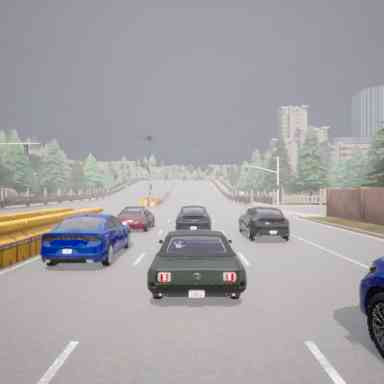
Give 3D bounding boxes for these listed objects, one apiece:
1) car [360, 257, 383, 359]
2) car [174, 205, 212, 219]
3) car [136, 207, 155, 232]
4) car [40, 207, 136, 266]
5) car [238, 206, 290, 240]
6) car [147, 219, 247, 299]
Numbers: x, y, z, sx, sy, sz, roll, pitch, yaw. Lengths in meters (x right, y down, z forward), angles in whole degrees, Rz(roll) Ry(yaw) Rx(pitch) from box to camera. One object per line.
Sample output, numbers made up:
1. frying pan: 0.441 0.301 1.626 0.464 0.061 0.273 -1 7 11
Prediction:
1. car: 3.600 1.224 2.637 2.150 2.045 5.566 0 0 0
2. car: 0.072 1.505 18.625 1.837 1.490 4.892 0 0 0
3. car: -3.430 1.564 20.223 1.994 1.385 4.181 0 0 0
4. car: -3.418 1.478 11.576 1.882 1.535 5.008 0 0 0
5. car: 3.575 1.506 17.038 1.837 1.490 4.892 0 0 0
6. car: 0.089 1.601 8.388 1.895 1.301 4.718 0 0 0
